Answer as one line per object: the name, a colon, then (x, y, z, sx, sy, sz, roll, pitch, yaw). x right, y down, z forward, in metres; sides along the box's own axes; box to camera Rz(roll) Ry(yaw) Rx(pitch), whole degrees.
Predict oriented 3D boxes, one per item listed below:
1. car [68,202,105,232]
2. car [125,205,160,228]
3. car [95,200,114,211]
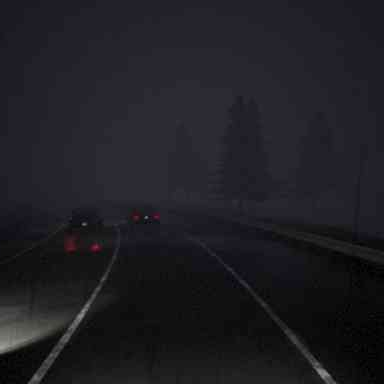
car: (-6.439, 1.565, 20.335, 1.812, 1.442, 4.674, 0, 0, -15)
car: (-3.386, 1.579, 22.384, 2.033, 1.411, 5.357, 0, 0, -15)
car: (-11.079, 1.674, 40.788, 1.895, 1.301, 4.718, 0, 0, -29)
